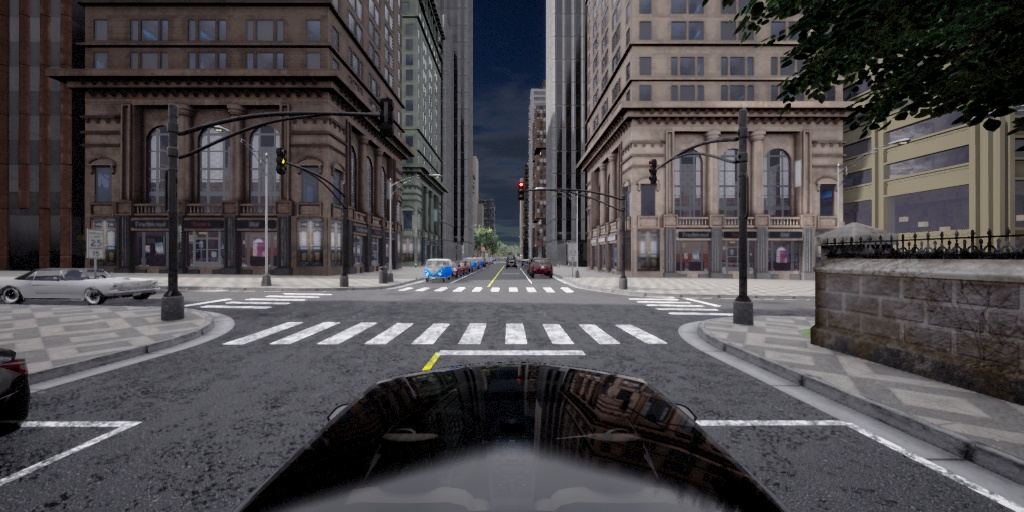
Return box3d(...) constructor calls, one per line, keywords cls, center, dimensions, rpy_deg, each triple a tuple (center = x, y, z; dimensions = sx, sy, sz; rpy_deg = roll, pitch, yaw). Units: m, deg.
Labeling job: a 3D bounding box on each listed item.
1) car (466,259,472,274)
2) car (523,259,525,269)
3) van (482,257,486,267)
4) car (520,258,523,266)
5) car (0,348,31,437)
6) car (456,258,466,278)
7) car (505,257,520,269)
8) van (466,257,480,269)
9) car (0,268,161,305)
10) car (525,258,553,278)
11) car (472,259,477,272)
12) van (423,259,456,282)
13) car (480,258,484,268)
box3d(cls="car", center=(-5.838, 1.323, 39.365), dimensions=(1.888, 1.381, 4.507), rpy_deg=(0, 0, 0))
box3d(cls="car", center=(2.688, 1.092, 39.391), dimensions=(2.192, 1.841, 5.009), rpy_deg=(0, 0, 0))
box3d(cls="van", center=(-5.881, 1.151, 61.130), dimensions=(1.690, 1.789, 3.998), rpy_deg=(0, 0, 0))
box3d(cls="car", center=(2.655, 1.353, 55.713), dimensions=(2.007, 1.370, 4.403), rpy_deg=(0, 0, 0))
box3d(cls="car", center=(-5.763, 1.316, 1.827), dimensions=(1.948, 1.339, 4.313), rpy_deg=(0, 0, 0))
box3d(cls="car", center=(-5.827, 1.210, 33.924), dimensions=(1.967, 1.591, 4.097), rpy_deg=(0, 0, 0))
box3d(cls="car", center=(-0.063, 1.312, 59.140), dimensions=(1.837, 1.490, 4.892), rpy_deg=(0, 0, 1))
box3d(cls="van", center=(-5.860, 1.135, 50.248), dimensions=(1.690, 1.789, 3.998), rpy_deg=(0, 0, 0))
box3d(cls="car", center=(-16.565, 1.120, 13.728), dimensions=(4.718, 1.301, 1.895), rpy_deg=(1, 0, 0))
box3d(cls="car", center=(2.698, 1.085, 33.950), dimensions=(2.192, 1.841, 5.009), rpy_deg=(0, 0, 0))
box3d(cls="car", center=(-5.849, 1.351, 44.806), dimensions=(1.948, 1.339, 4.313), rpy_deg=(0, 0, 0))
box3d(cls="van", center=(-5.816, 1.105, 28.484), dimensions=(1.690, 1.789, 3.998), rpy_deg=(0, 0, 0))
box3d(cls="car", center=(-5.870, 1.347, 55.689), dimensions=(1.888, 1.381, 4.507), rpy_deg=(0, 0, 0))
